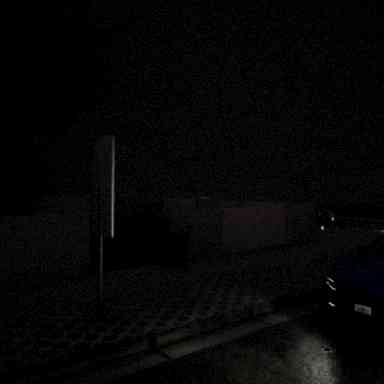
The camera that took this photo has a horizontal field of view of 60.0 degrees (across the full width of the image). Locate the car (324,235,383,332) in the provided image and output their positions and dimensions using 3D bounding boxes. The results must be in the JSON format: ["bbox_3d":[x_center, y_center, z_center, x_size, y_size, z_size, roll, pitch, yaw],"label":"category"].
[{"bbox_3d":[4.557,1.485,6.475,5.008,1.535,1.882,0,0,-37],"label":"car"}]

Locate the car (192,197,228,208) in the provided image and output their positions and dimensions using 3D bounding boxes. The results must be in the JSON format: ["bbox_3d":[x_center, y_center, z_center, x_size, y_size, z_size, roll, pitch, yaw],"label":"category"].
[{"bbox_3d":[1.247,1.189,30.243,1.882,1.535,5.008,1,0,-36],"label":"car"}]

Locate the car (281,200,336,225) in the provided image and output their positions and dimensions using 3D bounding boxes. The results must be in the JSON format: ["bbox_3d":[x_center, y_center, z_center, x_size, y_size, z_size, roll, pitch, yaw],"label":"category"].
[{"bbox_3d":[7.100,1.332,22.127,2.128,1.511,4.902,1,0,-36],"label":"car"}]

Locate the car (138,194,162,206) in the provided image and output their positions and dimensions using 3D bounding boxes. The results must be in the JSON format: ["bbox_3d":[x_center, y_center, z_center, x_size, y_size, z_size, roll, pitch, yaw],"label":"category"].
[{"bbox_3d":[-5.370,1.040,39.445,1.882,1.535,5.008,1,1,-36],"label":"car"}]

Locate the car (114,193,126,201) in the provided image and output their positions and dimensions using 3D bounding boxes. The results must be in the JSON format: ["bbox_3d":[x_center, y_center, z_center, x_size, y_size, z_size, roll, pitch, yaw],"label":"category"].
[{"bbox_3d":[-11.738,0.911,53.287,1.812,1.442,4.674,1,0,-36],"label":"car"}]

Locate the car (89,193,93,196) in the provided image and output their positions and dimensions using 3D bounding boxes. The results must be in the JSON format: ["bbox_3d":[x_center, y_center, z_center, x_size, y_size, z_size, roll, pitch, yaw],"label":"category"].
[{"bbox_3d":[-17.473,0.800,61.239,2.033,1.411,5.357,1,0,-36],"label":"car"}]
